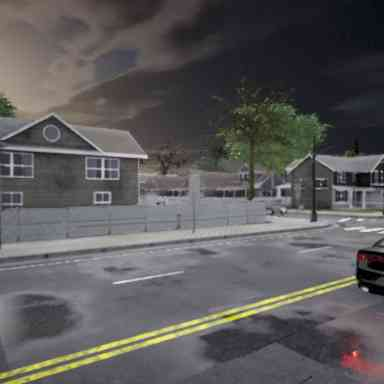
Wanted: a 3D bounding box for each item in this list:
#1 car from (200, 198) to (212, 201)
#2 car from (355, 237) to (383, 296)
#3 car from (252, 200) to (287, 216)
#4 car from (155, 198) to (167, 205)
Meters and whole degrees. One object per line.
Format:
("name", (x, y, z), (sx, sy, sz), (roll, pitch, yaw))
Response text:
("car", (1.463, 1.522, 40.203), (1.882, 1.535, 5.008), (0, 0, -35))
("car", (5.692, 1.477, 7.500), (5.008, 1.535, 1.882), (0, 0, -35))
("car", (6.993, 1.520, 32.395), (2.128, 1.511, 4.902), (0, 0, -35))
("car", (-4.565, 1.587, 48.728), (1.812, 1.442, 4.674), (0, 0, -35))
